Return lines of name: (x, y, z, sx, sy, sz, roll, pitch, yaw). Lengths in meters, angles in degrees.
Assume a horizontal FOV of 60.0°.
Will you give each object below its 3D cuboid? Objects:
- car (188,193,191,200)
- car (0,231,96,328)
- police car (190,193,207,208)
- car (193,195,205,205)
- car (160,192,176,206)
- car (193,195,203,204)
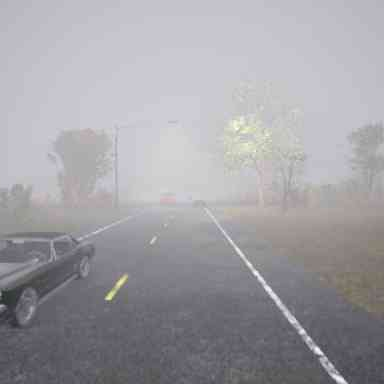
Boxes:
car: (-0.007, 1.167, 79.567, 1.812, 1.442, 4.674, 0, 0, 0)
car: (-3.601, 1.581, 7.041, 1.895, 1.301, 4.718, 0, 0, 0)
police car: (1.046, 1.294, 44.651, 1.930, 1.638, 5.238, 0, 0, 0)
car: (1.045, 1.316, 54.543, 1.882, 1.535, 5.008, 0, 0, 0)
car: (-3.569, 1.074, 50.473, 2.150, 2.045, 5.566, 0, 0, 0)
car: (1.044, 1.274, 60.734, 1.801, 1.575, 5.366, 0, 0, 0)
